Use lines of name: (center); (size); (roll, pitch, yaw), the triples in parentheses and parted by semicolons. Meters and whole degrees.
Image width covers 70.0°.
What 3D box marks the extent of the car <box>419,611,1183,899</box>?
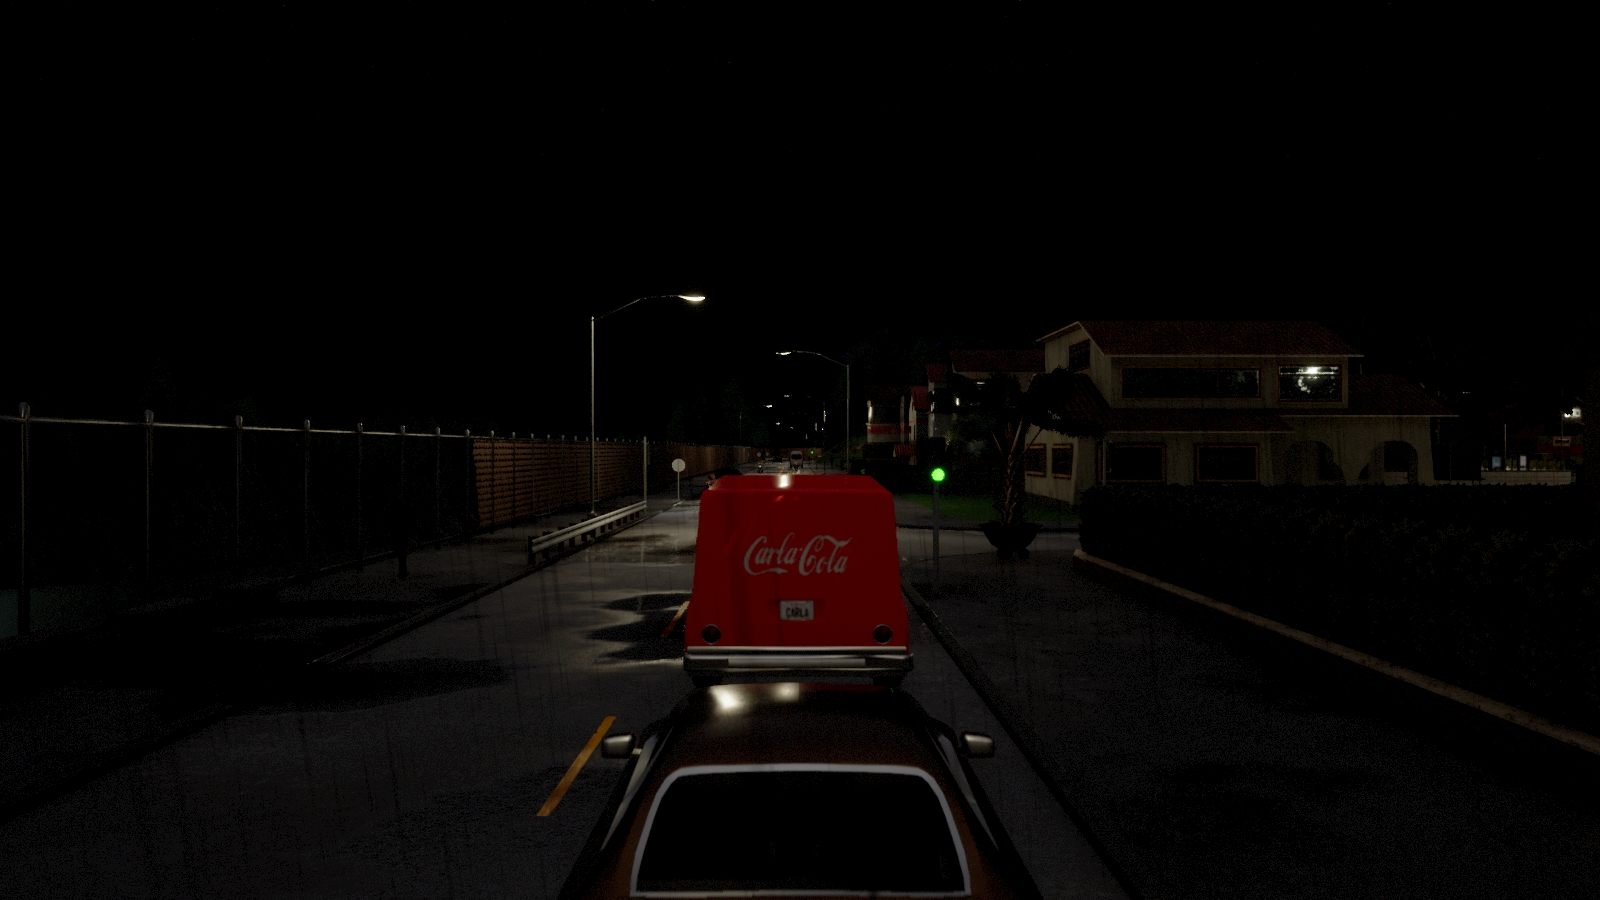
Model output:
car: (-0.006, 1.990, 5.734); (2.152, 1.651, 5.027); (0, 0, 0)

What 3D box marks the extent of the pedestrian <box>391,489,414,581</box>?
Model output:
pedestrian: (-8.178, 1.736, 23.506); (0.375, 1.860, 0.375); (0, 0, -7)

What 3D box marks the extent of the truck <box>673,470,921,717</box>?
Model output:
truck: (-0.034, 1.573, 14.726); (2.627, 2.467, 5.204); (0, 1, 0)
